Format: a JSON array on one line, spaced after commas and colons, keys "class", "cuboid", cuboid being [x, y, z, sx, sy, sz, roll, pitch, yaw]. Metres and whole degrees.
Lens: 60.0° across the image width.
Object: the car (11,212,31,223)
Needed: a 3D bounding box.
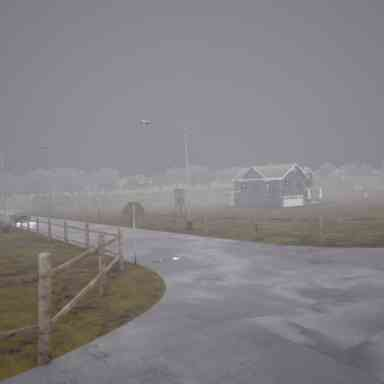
[{"class": "car", "cuboid": [-23.791, 3.480, 46.252, 1.895, 1.301, 4.718, -2, -1, -36]}]
